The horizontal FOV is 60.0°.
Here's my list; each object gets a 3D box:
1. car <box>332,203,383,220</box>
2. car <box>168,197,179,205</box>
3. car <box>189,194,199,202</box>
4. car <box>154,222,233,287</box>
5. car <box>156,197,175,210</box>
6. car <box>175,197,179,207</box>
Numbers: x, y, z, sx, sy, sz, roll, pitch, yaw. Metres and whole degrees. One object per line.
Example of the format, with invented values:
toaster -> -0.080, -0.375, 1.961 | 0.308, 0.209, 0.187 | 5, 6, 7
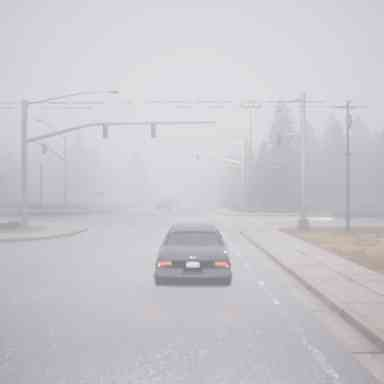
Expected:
car -> 14.695, 1.699, 29.411 | 4.181, 1.385, 1.994 | 0, 0, 1
car -> -3.555, 1.743, 64.409 | 1.837, 1.490, 4.892 | 0, 0, 1
car -> 0.511, 1.531, 82.623 | 2.150, 2.045, 5.566 | 0, 0, 2
car -> 0.042, 1.580, 9.481 | 2.033, 1.411, 5.357 | 0, 0, 0
car -> -3.669, 1.671, 44.880 | 1.837, 1.490, 4.892 | 0, 0, 0
car -> -3.659, 1.694, 54.532 | 2.128, 1.511, 4.902 | 0, 0, 0
